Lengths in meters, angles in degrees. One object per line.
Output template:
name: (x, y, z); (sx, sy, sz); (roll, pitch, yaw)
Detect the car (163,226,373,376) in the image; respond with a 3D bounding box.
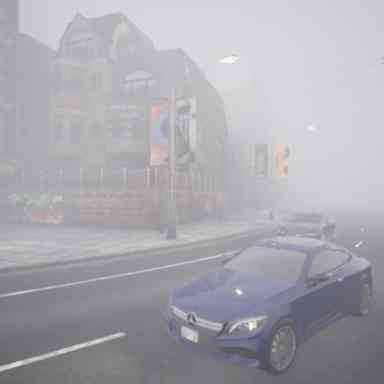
car: (1.650, 1.585, 5.878); (4.674, 1.442, 1.812); (1, -1, -44)

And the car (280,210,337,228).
car: (5.604, 1.668, 15.827); (1.837, 1.490, 4.892); (0, 0, 33)
